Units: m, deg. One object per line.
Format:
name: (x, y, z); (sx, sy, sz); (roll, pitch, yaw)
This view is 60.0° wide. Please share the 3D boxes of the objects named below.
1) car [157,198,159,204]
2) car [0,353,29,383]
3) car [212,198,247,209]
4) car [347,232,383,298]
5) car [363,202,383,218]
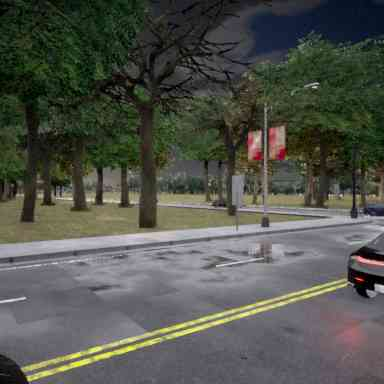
car: (-8.028, 1.305, 62.814); (2.097, 1.767, 4.553); (0, 0, -35)
car: (-3.267, 1.478, 1.111); (5.008, 1.535, 1.882); (0, 0, -35)
car: (4.902, 1.515, 44.458); (2.033, 1.411, 5.357); (0, 0, -35)
car: (5.336, 1.492, 7.242); (4.902, 1.511, 2.128); (0, 0, -35)
car: (17.090, 1.523, 28.132); (1.812, 1.442, 4.674); (0, 0, -43)
